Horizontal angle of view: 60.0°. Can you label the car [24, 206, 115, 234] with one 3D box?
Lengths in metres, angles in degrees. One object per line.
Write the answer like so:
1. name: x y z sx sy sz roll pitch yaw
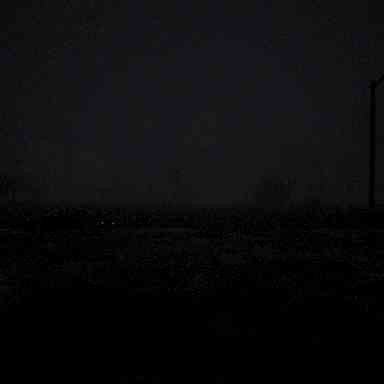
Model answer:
1. car: -6.843 1.534 18.746 4.902 1.511 2.128 0 0 2
